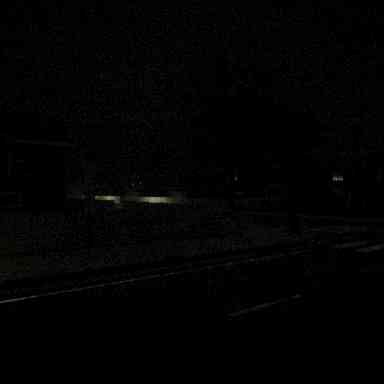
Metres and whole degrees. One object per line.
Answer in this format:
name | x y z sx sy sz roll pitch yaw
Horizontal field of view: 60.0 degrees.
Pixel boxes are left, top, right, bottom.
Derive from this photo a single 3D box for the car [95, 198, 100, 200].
car | -16.081 1.648 54.216 1.994 1.385 4.181 0 0 -35
